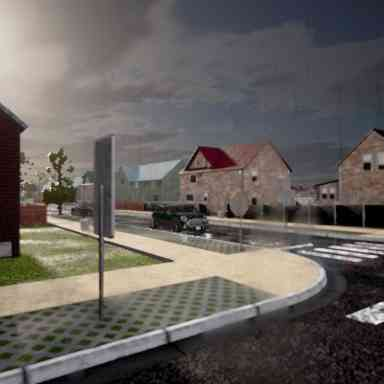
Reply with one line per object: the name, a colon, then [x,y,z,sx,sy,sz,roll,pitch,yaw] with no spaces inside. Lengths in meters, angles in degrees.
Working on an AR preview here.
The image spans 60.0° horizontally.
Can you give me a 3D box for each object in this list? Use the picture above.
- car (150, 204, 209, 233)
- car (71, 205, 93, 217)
car: [-0.889,1.597,21.593,2.097,1.767,4.553,0,-1,-34]
car: [-12.711,2.152,38.990,1.895,1.301,4.718,0,-1,-34]
